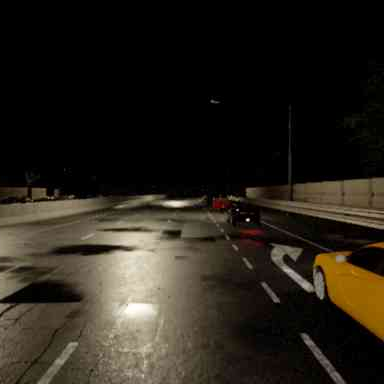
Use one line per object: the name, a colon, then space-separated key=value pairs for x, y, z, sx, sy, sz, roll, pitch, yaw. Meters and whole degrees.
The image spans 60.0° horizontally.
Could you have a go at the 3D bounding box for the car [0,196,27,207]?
car: x=-27.966 y=1.504 z=51.991 sx=1.882 sy=1.535 sz=5.008 roll=0 pitch=0 yaw=1

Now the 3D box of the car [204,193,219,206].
car: x=3.573 y=1.258 z=56.305 sx=2.150 sy=2.045 sz=5.566 roll=0 pitch=0 yaw=0

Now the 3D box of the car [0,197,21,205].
car: x=-21.054 y=1.515 z=38.811 sx=1.837 sy=1.490 sz=4.892 roll=0 pitch=-1 yaw=0

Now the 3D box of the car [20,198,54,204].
car: x=-17.556 y=1.515 z=38.751 sx=1.837 sy=1.490 sz=4.892 roll=0 pitch=-1 yaw=0

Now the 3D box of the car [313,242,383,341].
car: x=3.501 y=1.478 z=5.097 sx=1.882 sy=1.535 sz=5.008 roll=0 pitch=0 yaw=0

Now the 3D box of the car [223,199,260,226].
car: x=3.503 y=1.504 z=23.269 sx=1.837 sy=1.490 sz=4.892 roll=0 pitch=0 yaw=0

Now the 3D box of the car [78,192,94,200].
car: x=-24.314 y=1.133 z=76.575 sx=2.150 sy=2.045 sz=5.566 roll=0 pitch=0 yaw=0

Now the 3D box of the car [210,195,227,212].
car: x=3.522 y=1.491 z=39.728 sx=1.882 sy=1.535 sz=5.008 roll=0 pitch=0 yaw=0
